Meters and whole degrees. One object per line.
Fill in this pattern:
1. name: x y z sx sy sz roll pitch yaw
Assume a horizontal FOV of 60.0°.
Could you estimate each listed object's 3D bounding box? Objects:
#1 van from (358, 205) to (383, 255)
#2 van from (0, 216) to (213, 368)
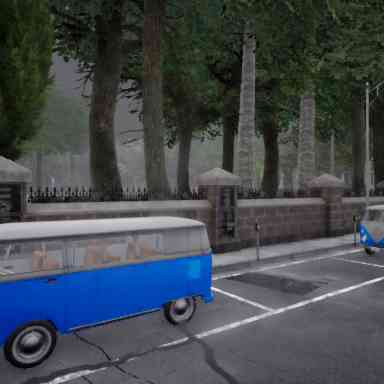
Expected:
1. van: 7.672 1.338 12.037 3.998 1.788 1.690 0 0 -36
2. van: -1.529 1.341 5.450 3.998 1.788 1.690 0 0 -36
